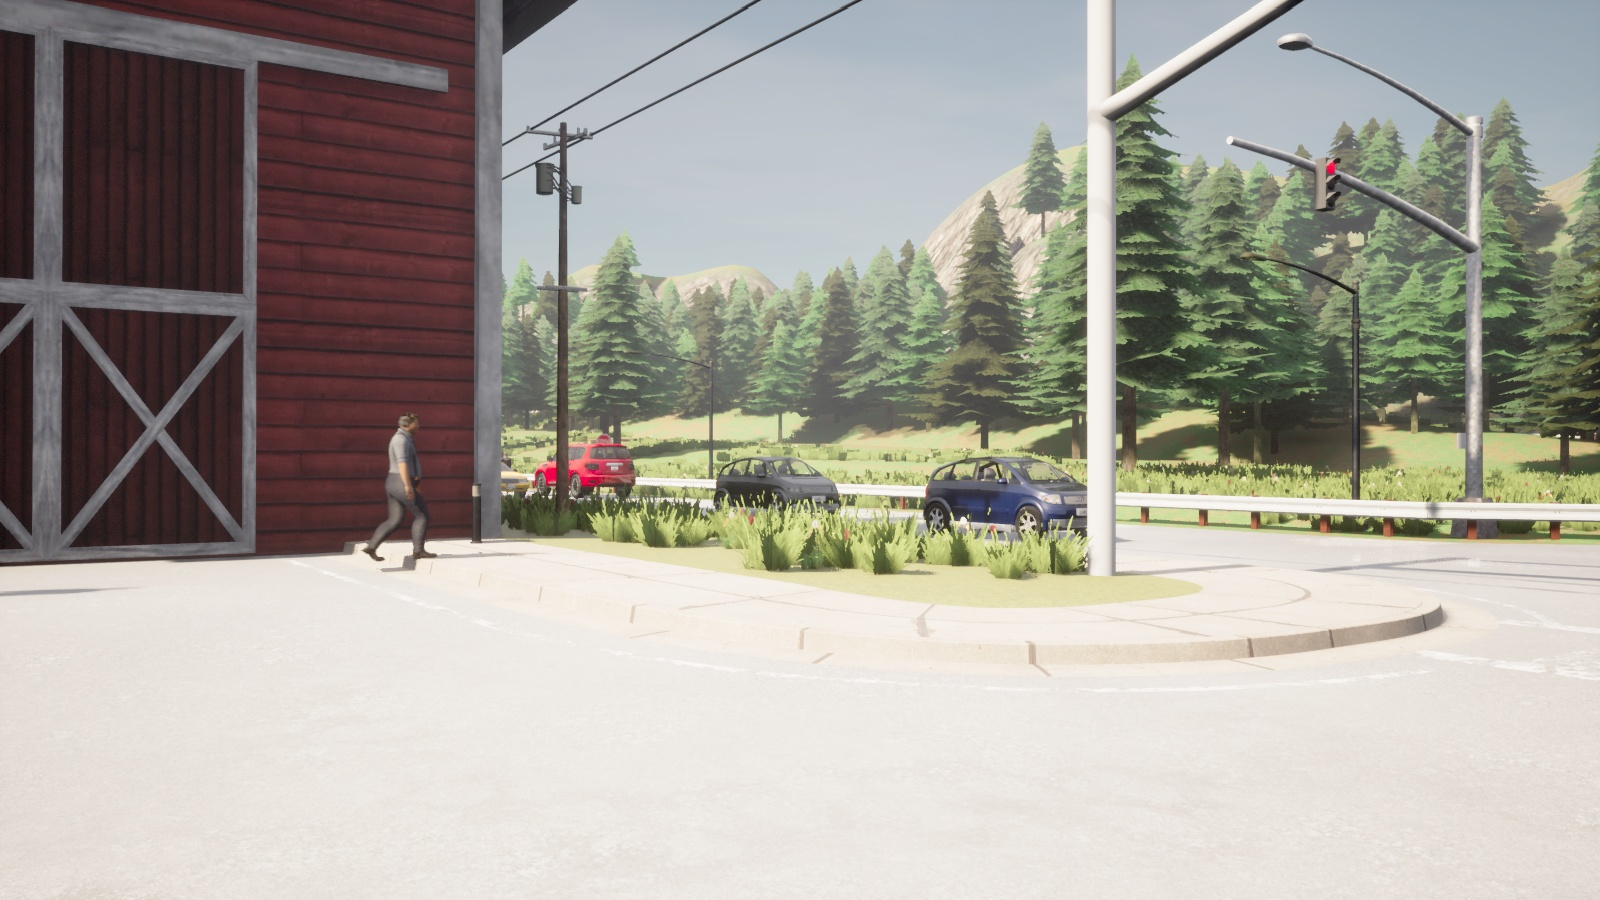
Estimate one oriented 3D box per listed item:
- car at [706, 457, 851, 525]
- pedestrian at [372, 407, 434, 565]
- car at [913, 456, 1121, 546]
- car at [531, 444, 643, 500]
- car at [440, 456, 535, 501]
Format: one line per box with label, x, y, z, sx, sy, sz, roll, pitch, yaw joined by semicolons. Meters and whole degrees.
car;-0.572;0.945;30.515;1.789;1.549;3.705;0;0;-34
pedestrian;-4.759;0.418;15.054;0.694;1.848;0.540;0;0;-17
car;4.008;0.891;23.679;1.789;1.549;3.705;0;0;-34
car;-8.286;0.815;48.326;2.150;2.045;5.566;0;0;-34
car;-11.884;1.039;47.437;1.801;1.575;5.366;0;0;-33
